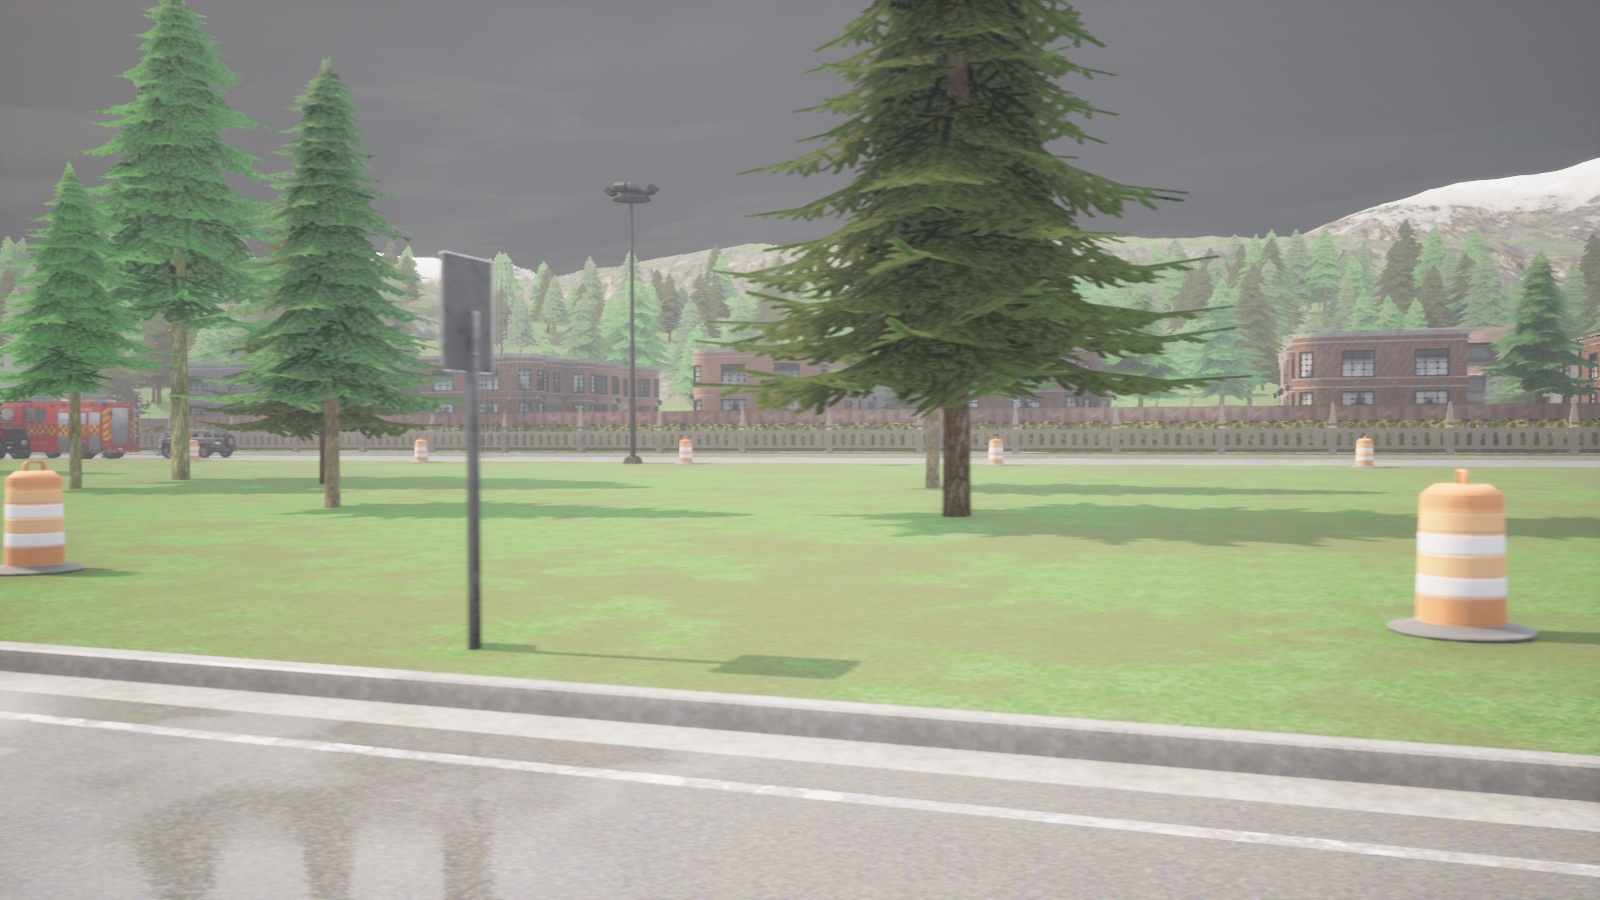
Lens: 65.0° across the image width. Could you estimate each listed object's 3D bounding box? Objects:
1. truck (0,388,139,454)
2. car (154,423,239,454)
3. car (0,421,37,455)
[{"bbox_3d":[-44.242,-1.713,75.478,8.468,3.827,2.891,1,1,18],"label":"truck"},{"bbox_3d":[-36.878,-0.724,76.725,4.605,1.855,1.932,1,1,19],"label":"car"},{"bbox_3d":[-46.342,-0.713,72.502,3.866,1.878,1.905,1,1,19],"label":"car"}]
